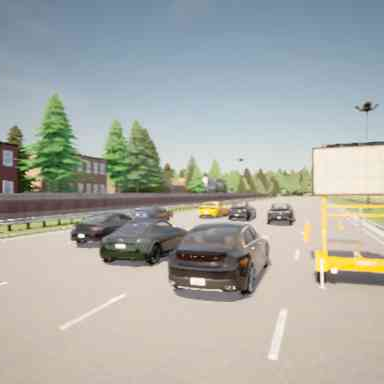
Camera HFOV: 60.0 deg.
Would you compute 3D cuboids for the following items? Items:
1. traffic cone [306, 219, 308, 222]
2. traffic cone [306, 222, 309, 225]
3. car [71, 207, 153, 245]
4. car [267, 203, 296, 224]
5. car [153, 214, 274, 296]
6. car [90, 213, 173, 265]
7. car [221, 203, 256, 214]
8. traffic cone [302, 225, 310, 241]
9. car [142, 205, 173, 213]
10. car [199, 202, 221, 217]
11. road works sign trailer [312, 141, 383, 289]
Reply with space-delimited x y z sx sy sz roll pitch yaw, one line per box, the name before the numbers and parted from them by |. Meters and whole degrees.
traffic cone | 6.805 2.046 19.704 0.340 0.580 0.340 -1 -1 20
traffic cone | 6.130 2.038 17.822 0.340 0.580 0.340 -1 -1 20
car | -3.906 1.710 16.250 1.812 1.442 4.674 -1 -1 20
car | 6.978 1.633 25.874 2.128 1.511 4.902 -1 0 20
car | 0.932 1.572 9.003 1.837 1.490 4.892 -1 -1 20
car | -1.578 1.688 12.371 1.994 1.385 4.181 -1 -1 20
car | 4.459 1.690 29.223 2.128 1.511 4.902 -1 -1 20
traffic cone | 5.455 2.029 15.939 0.340 0.580 0.340 -1 -1 20
car | -3.362 1.826 28.131 2.033 1.411 5.357 -1 0 20
car | 2.165 1.736 33.192 1.882 1.535 5.008 -1 -1 20
road works sign trailer | 4.477 0.489 8.860 2.380 3.560 2.880 -1 -1 20
